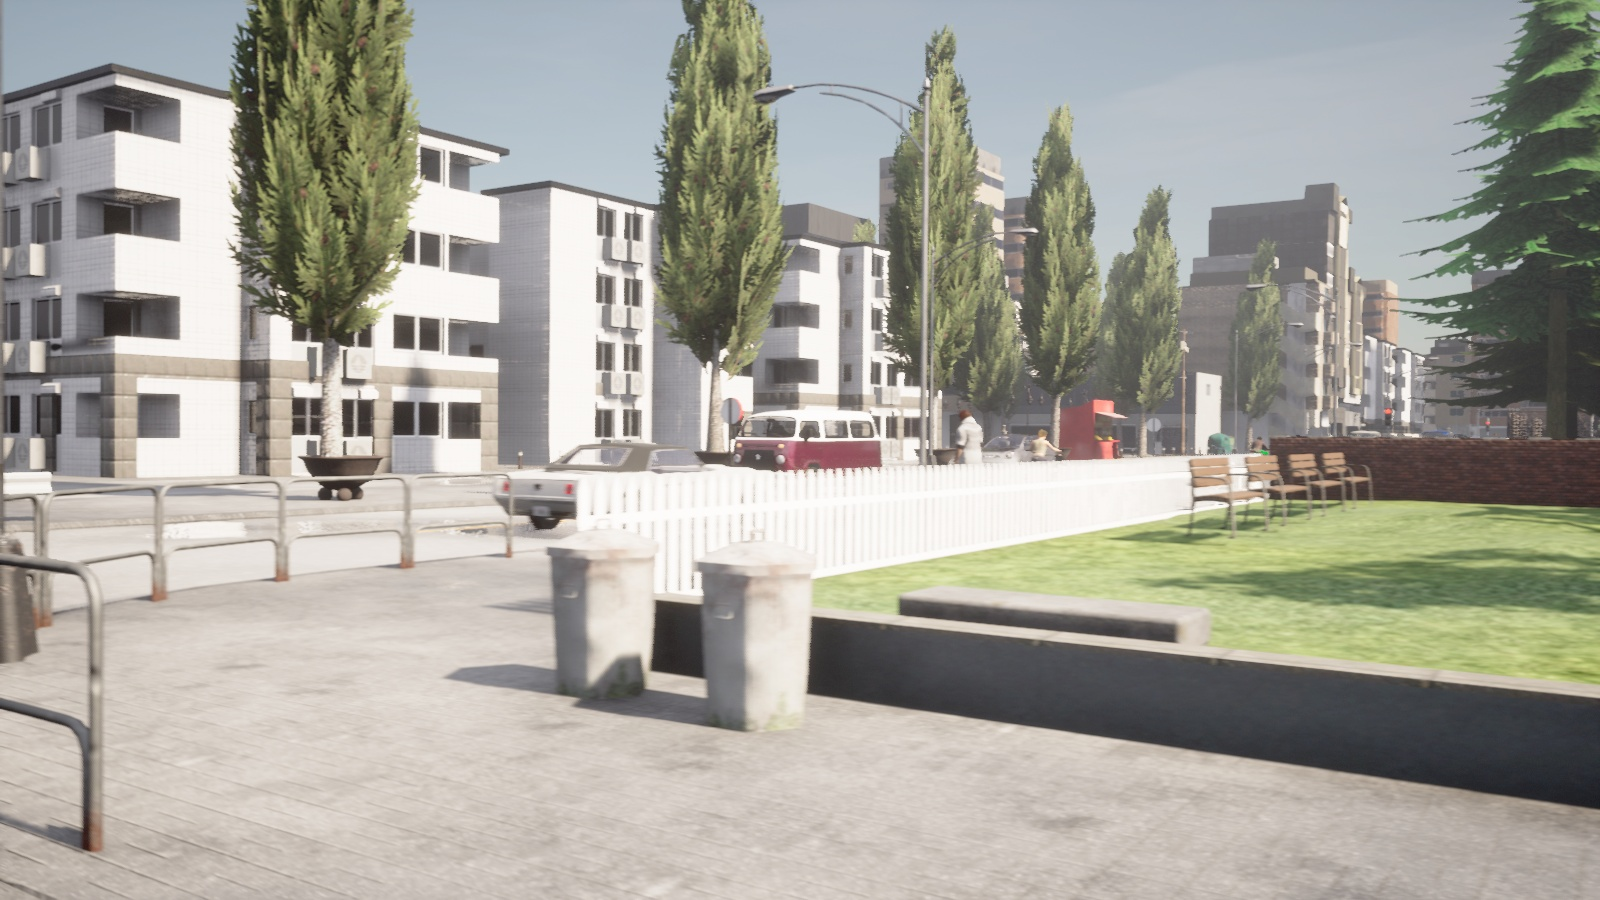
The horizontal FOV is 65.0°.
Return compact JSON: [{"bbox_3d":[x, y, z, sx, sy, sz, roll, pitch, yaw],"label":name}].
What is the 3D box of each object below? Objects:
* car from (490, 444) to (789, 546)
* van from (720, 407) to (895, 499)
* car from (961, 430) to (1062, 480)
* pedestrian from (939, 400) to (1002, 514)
[{"bbox_3d":[-2.292,0.589,19.280,1.895,1.301,4.718,0,1,34],"label":"car"},{"bbox_3d":[0.274,0.039,30.291,2.069,2.038,4.480,0,1,34],"label":"van"},{"bbox_3d":[6.779,0.137,40.040,1.845,1.501,3.633,0,1,34],"label":"car"},{"bbox_3d":[2.993,0.111,22.077,0.873,1.952,0.659,0,1,42],"label":"pedestrian"}]
